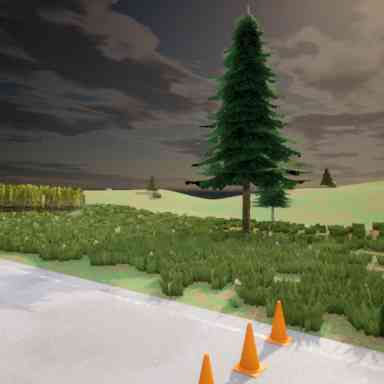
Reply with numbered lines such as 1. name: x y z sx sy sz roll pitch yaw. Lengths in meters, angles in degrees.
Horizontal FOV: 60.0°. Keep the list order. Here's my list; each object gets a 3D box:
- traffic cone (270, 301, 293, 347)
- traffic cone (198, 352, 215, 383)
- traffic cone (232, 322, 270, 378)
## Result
1. traffic cone: 1.320 1.955 5.050 0.340 0.580 0.340 0 0 36
2. traffic cone: 0.150 1.955 3.427 0.340 0.580 0.340 0 0 36
3. traffic cone: 0.735 1.955 4.239 0.340 0.580 0.340 0 0 36
